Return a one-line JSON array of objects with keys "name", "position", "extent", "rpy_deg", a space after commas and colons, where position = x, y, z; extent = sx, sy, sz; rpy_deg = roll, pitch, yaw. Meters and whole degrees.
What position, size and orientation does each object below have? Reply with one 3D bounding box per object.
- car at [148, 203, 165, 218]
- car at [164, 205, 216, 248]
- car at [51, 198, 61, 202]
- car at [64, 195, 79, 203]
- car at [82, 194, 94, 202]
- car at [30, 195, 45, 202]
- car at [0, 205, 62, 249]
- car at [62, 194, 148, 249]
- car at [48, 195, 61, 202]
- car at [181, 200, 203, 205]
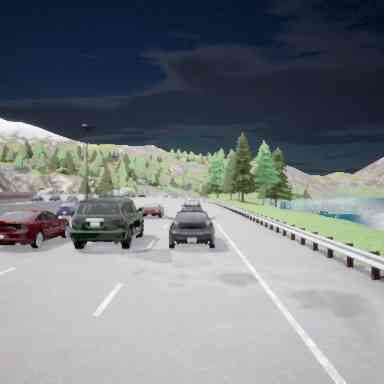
[{"name": "car", "position": [-3.500, 1.616, 29.680], "extent": [1.895, 1.301, 4.718], "rpy_deg": [0, 0, 0]}, {"name": "car", "position": [0.000, 1.517, 14.650], "extent": [1.837, 1.490, 4.892], "rpy_deg": [0, 0, 0]}, {"name": "car", "position": [-10.500, 1.533, 29.650], "extent": [1.812, 1.442, 4.674], "rpy_deg": [0, 0, 0]}, {"name": "car", "position": [-26.492, 1.515, 73.280], "extent": [2.128, 1.511, 4.902], "rpy_deg": [0, 0, -10]}, {"name": "car", "position": [-23.061, 1.339, 73.974], "extent": [2.097, 1.767, 4.553], "rpy_deg": [0, 0, -10]}, {"name": "car", "position": [-33.376, 1.487, 71.949], "extent": [1.812, 1.442, 4.674], "rpy_deg": [0, 0, -8]}, {"name": "car", "position": [-7.000, 1.485, 14.650], "extent": [1.882, 1.535, 5.008], "rpy_deg": [0, 0, 0]}, {"name": "car", "position": [-3.500, 1.258, 14.680], "extent": [2.150, 2.045, 5.566], "rpy_deg": [0, 0, 0]}, {"name": "car", "position": [-29.929, 1.497, 72.617], "extent": [1.837, 1.490, 4.892], "rpy_deg": [0, 0, -10]}, {"name": "car", "position": [0.000, 1.495, 29.650], "extent": [2.128, 1.511, 4.902], "rpy_deg": [0, 0, 0]}]
